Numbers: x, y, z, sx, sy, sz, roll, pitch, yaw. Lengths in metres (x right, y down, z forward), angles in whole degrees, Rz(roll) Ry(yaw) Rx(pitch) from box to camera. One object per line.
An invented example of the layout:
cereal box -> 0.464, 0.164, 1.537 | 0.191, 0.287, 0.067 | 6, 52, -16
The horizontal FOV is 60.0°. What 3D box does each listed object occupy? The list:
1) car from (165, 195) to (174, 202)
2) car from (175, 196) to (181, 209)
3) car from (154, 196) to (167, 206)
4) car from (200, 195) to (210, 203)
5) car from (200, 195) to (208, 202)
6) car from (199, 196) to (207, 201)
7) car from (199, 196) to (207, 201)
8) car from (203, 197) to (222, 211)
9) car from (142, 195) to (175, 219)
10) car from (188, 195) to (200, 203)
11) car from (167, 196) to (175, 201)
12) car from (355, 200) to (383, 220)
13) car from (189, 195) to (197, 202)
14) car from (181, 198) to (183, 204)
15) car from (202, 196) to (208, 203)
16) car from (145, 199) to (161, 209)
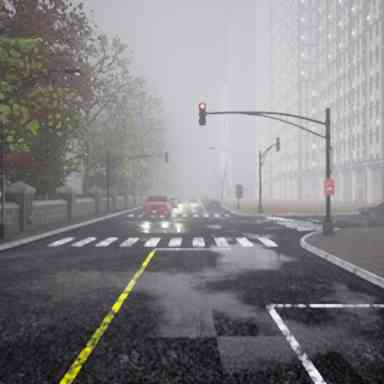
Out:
car -> -5.455, 1.574, 81.539 | 1.967, 1.590, 4.097 | 0, 0, 0
car -> -2.963, 1.567, 46.891 | 1.837, 1.490, 4.892 | 0, 0, 0
car -> -5.520, 1.524, 59.011 | 1.967, 1.590, 4.097 | 0, 0, 0
car -> 2.909, 1.561, 75.884 | 1.967, 1.590, 4.097 | 0, 0, 0
car -> 2.925, 1.574, 81.515 | 1.967, 1.590, 4.097 | 0, 0, 0
car -> 2.940, 1.699, 87.148 | 2.008, 1.369, 4.403 | 0, 0, 0
car -> 2.957, 1.714, 92.780 | 2.008, 1.369, 4.403 | 0, 0, 0
car -> 2.811, 1.619, 42.089 | 1.947, 1.339, 4.313 | 0, 0, 0
car -> -3.016, 1.257, 29.566 | 2.150, 2.045, 5.566 | 0, 0, 0
car -> 0.198, 1.705, 69.412 | 1.895, 1.301, 4.718 | 0, 0, 0
car -> -5.440, 1.693, 87.172 | 1.887, 1.381, 4.507 | 0, 0, 0
car -> 14.880, 1.282, 25.266 | 4.674, 1.442, 1.812 | -1, 0, 0
car -> 0.227, 1.504, 79.383 | 1.837, 1.490, 4.892 | 0, 0, 0
car -> -2.854, 1.601, 64.465 | 1.837, 1.490, 4.892 | 0, 0, 1
car -> 2.828, 1.629, 47.721 | 1.947, 1.339, 4.313 | 0, 0, 0
car -> -5.553, 1.645, 47.745 | 1.802, 1.307, 4.206 | 0, 0, 0
